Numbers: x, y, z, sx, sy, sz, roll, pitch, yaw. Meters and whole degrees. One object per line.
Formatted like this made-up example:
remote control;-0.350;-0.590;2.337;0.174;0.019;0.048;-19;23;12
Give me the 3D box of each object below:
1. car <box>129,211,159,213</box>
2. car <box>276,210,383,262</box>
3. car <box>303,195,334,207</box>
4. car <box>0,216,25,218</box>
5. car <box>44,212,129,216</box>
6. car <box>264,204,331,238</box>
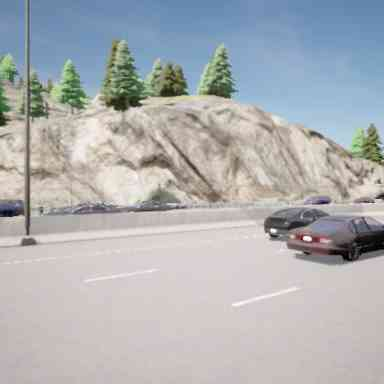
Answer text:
car;-3.868;1.491;27.007;4.902;1.511;2.128;0;0;-35
car;5.756;1.546;12.157;5.357;1.411;2.033;0;0;-35
car;19.324;1.349;50.758;4.553;1.767;2.097;0;0;-29
car;-15.721;1.353;27.164;4.553;1.767;2.097;0;0;-35
car;-6.761;1.492;20.657;4.902;1.511;2.128;0;0;-35
car;5.636;1.503;16.363;4.892;1.490;1.837;0;0;-35
